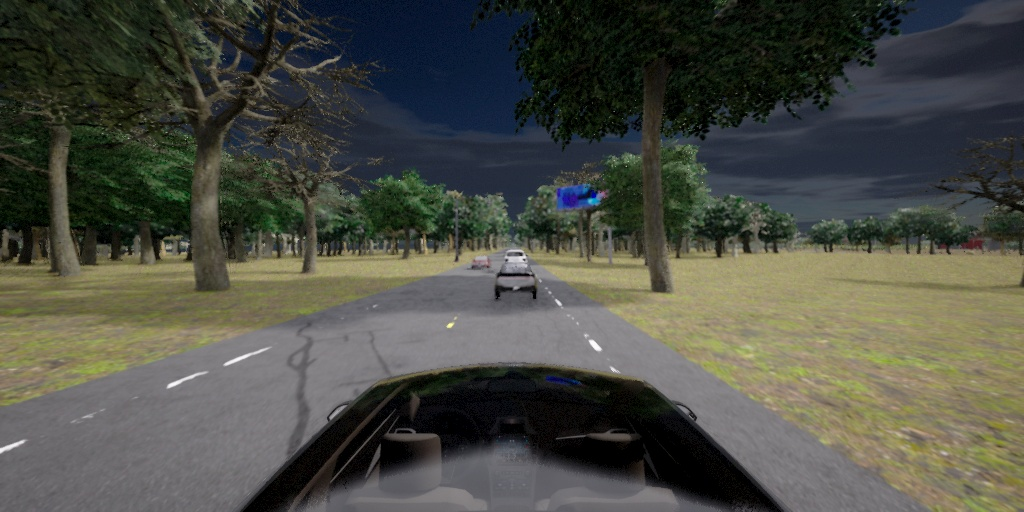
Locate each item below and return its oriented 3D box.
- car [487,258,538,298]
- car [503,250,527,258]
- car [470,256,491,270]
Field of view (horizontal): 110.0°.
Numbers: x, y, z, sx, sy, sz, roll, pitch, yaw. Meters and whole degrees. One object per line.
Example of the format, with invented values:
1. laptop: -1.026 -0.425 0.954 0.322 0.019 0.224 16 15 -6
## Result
1. car: 0.184 1.059 16.872 2.128 1.511 4.902 0 1 1
2. car: 0.326 0.432 35.347 2.150 2.045 5.566 0 1 1
3. car: -3.234 0.683 38.339 1.812 1.442 4.674 0 2 0
